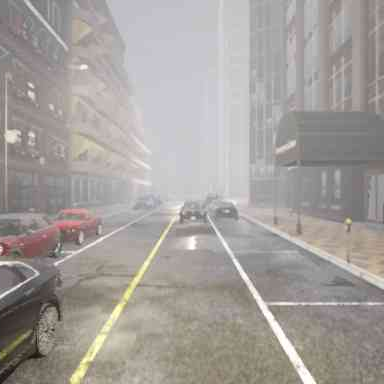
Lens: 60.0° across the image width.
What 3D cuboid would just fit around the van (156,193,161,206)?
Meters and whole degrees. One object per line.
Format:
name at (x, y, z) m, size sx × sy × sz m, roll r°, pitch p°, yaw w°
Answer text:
van at (-5.342, 1.103, 42.651) m, size 1.690 × 1.788 × 3.998 m, roll 0°, pitch 0°, yaw 0°

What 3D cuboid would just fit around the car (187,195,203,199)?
car at (0.067, 1.367, 41.584) m, size 1.895 × 1.301 × 4.718 m, roll 0°, pitch 0°, yaw 0°

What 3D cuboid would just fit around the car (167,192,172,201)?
car at (-5.360, 1.101, 64.795) m, size 1.967 × 1.590 × 4.097 m, roll 0°, pitch 0°, yaw 0°

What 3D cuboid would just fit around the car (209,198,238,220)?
car at (2.550, 1.411, 26.058) m, size 1.947 × 1.339 × 4.313 m, roll 0°, pitch 0°, yaw 0°

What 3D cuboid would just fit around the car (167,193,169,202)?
car at (-5.352, 1.259, 53.725) m, size 2.008 × 1.369 × 4.403 m, roll 0°, pitch 0°, yaw 0°

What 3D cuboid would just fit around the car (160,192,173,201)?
car at (-5.364, 0.954, 70.331) m, size 2.192 × 1.841 × 5.009 m, roll 0°, pitch 0°, yaw 0°

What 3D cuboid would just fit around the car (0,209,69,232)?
car at (-5.316, 1.381, 9.436) m, size 1.967 × 1.590 × 4.097 m, roll 1°, pitch 0°, yaw 0°

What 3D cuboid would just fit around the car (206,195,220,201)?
car at (2.546, 1.341, 31.764) m, size 1.752 × 1.417 × 4.829 m, roll 0°, pitch 0°, yaw 0°

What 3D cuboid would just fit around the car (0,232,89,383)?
car at (-2.837, 1.471, 3.091) m, size 2.128 × 1.511 × 4.902 m, roll 0°, pitch 0°, yaw 0°

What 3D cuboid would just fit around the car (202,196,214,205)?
car at (2.528, 1.290, 53.738) m, size 1.802 × 1.307 × 4.206 m, roll 0°, pitch 0°, yaw 0°

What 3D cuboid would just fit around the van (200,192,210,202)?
van at (2.521, 1.002, 64.807) m, size 1.690 × 1.788 × 3.998 m, roll 0°, pitch 0°, yaw 0°

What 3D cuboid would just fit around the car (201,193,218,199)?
car at (2.539, 1.076, 42.664) m, size 2.192 × 1.841 × 5.009 m, roll 0°, pitch 0°, yaw 0°

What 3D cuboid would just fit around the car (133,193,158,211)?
car at (-5.338, 1.229, 37.115) m, size 1.967 × 1.590 × 4.097 m, roll 0°, pitch 0°, yaw 0°

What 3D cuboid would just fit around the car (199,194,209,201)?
car at (2.515, 1.164, 70.514) m, size 1.752 × 1.417 × 4.829 m, roll 0°, pitch 0°, yaw 0°

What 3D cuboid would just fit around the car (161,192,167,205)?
car at (-5.346, 1.049, 48.187) m, size 2.192 × 1.841 × 5.009 m, roll 0°, pitch 0°, yaw 0°

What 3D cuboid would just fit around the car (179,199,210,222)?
car at (0.081, 1.454, 24.523) m, size 1.895 × 1.301 × 4.718 m, roll 0°, pitch 0°, yaw 0°

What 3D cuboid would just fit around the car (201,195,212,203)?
car at (2.524, 1.208, 59.444) m, size 1.752 × 1.417 × 4.829 m, roll 0°, pitch 0°, yaw 0°

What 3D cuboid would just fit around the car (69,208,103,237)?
car at (-5.321, 1.452, 14.973) m, size 1.887 × 1.381 × 4.507 m, roll 0°, pitch 0°, yaw 0°
